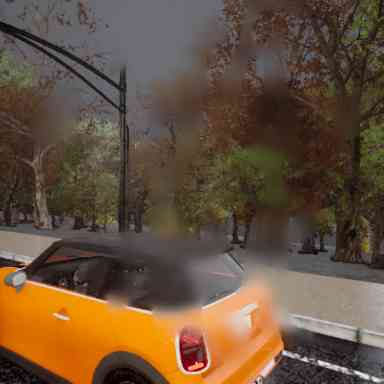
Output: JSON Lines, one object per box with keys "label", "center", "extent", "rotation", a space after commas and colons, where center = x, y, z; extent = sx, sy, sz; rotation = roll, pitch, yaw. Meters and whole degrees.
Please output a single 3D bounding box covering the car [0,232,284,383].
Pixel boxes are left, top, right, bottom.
{"label": "car", "center": [-1.208, 1.351, 4.558], "extent": [4.553, 1.767, 2.097], "rotation": [0, 0, 36]}
